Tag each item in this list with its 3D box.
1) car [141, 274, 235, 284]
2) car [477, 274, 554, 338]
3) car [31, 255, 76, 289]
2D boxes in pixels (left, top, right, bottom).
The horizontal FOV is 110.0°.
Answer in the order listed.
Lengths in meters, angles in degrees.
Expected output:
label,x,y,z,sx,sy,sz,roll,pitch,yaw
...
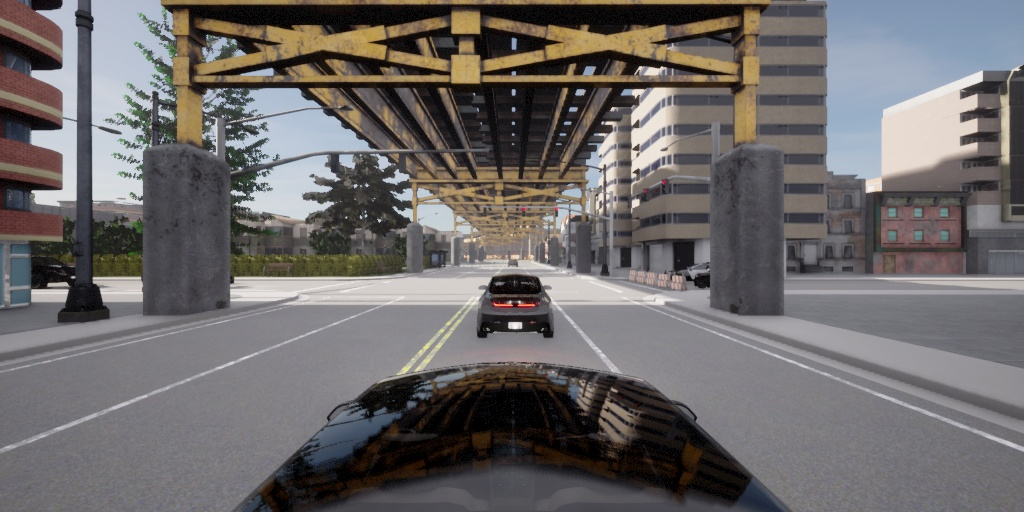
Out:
label,x,y,z,sx,sy,sz,roll,pitch,yaw
car,-20.032,1.254,22.275,4.892,1.490,1.837,0,0,0
car,0.088,1.255,10.160,1.837,1.490,4.892,0,0,0
car,-30.046,0.971,22.336,5.566,2.045,2.150,0,0,0
